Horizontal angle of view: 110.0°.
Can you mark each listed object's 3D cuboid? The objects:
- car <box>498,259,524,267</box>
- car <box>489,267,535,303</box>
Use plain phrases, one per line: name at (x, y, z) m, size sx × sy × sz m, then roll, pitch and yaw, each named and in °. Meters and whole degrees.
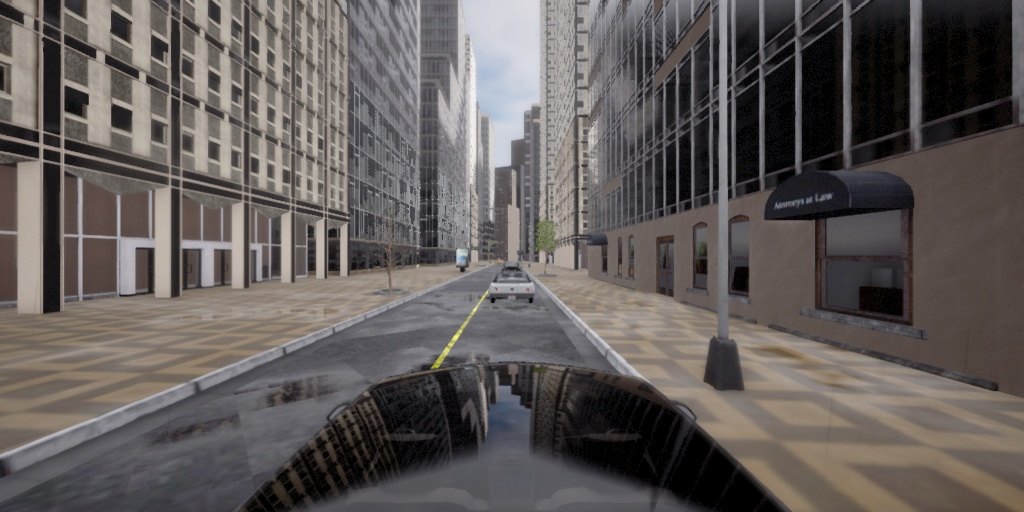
car at (0.000, 1.284, 31.501) m, size 1.837 × 1.490 × 4.892 m, roll 0°, pitch 0°, yaw 0°
car at (0.000, 1.367, 16.530) m, size 1.895 × 1.301 × 4.718 m, roll 0°, pitch 0°, yaw 0°
